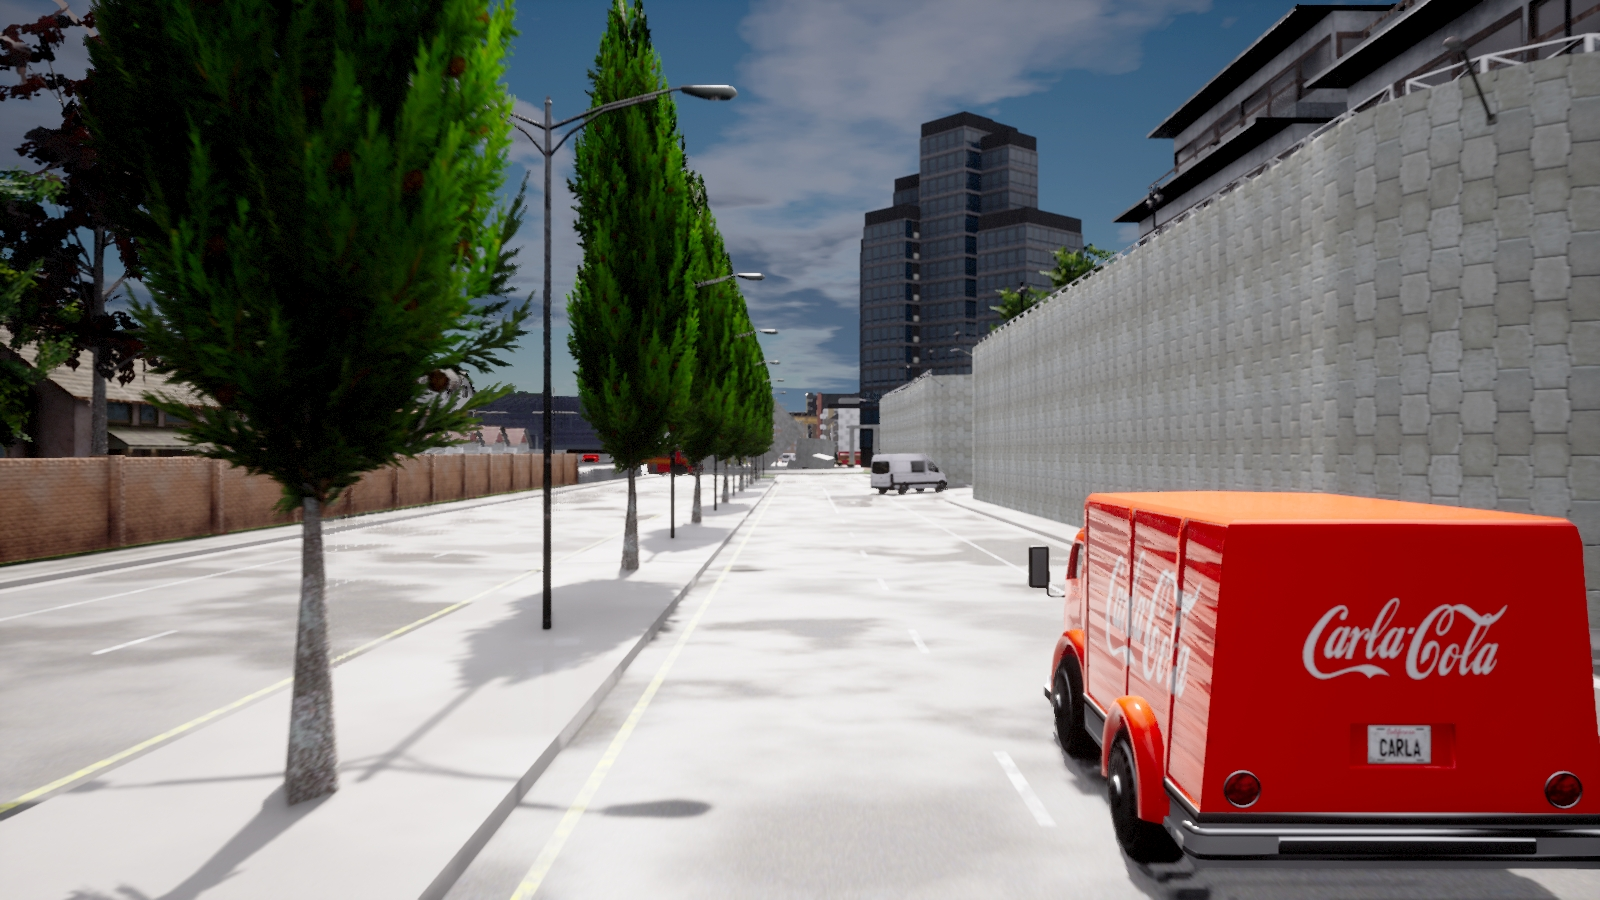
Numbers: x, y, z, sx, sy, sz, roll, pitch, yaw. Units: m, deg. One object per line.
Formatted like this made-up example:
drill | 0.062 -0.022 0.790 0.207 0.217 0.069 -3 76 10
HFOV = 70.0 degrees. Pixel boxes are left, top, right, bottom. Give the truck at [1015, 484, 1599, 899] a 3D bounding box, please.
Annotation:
truck | 3.480 1.582 9.073 2.627 2.467 5.204 0 0 1

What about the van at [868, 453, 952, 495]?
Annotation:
van | 7.269 1.528 74.904 5.915 2.561 1.988 -1 -1 -43
